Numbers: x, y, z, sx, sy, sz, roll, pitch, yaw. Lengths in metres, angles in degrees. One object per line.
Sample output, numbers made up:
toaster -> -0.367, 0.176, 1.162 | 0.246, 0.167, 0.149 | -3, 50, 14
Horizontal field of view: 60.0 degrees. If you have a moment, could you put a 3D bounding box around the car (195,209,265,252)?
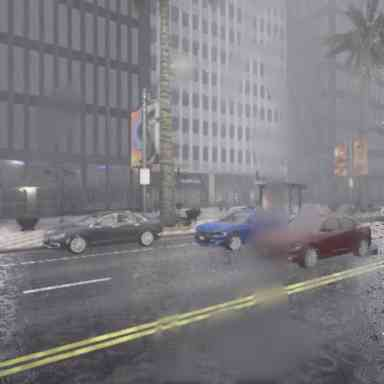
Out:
car -> 2.402, 1.521, 14.445 | 5.008, 1.535, 1.882 | 0, 0, -36

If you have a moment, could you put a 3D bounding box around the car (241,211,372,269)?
car -> 4.237, 1.504, 11.452 | 5.008, 1.535, 1.882 | 0, 0, -36

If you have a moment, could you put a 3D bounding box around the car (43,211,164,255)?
car -> -3.509, 1.545, 13.821 | 4.892, 1.521, 2.231 | 0, 0, -36
